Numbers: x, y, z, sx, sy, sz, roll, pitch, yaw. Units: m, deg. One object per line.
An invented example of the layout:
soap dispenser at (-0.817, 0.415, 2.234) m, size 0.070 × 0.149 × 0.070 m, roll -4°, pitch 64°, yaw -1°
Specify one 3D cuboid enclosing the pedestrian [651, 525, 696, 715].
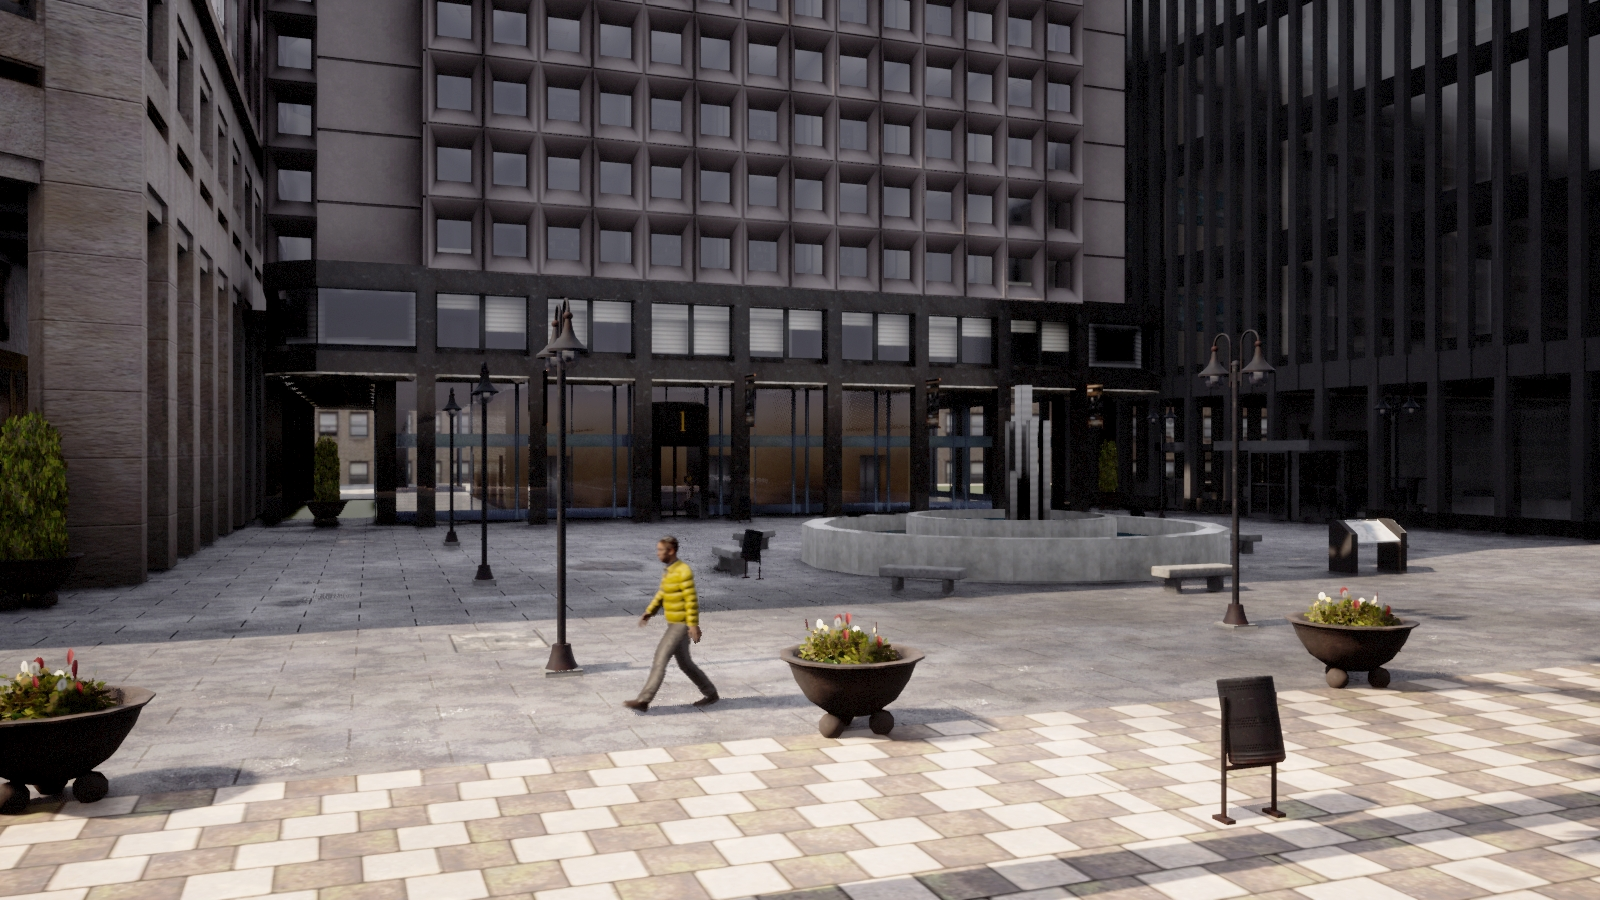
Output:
pedestrian at (-1.280, 1.702, 11.568) m, size 0.375 × 1.860 × 0.375 m, roll 0°, pitch 0°, yaw -20°
